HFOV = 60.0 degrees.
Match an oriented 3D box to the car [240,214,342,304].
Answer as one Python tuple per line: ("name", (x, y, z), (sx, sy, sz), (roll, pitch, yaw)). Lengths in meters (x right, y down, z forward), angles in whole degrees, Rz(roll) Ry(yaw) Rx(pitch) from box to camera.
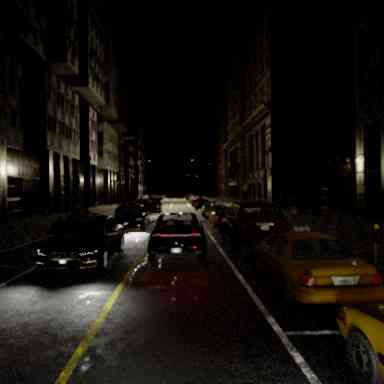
("car", (2.539, 1.484, 8.005), (1.752, 1.417, 4.829), (-1, 0, -2))

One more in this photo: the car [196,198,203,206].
("car", (1.712, 1.514, 30.227), (2.008, 1.369, 4.403), (-1, 0, -2))

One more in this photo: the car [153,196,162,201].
("car", (-8.891, 1.670, 85.875), (2.008, 1.369, 4.403), (-1, 0, -2))

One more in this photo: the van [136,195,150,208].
("van", (-7.644, 1.440, 52.285), (1.690, 1.788, 3.998), (-1, 0, -2))

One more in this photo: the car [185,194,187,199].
("car", (0.037, 1.509, 75.180), (1.752, 1.417, 4.829), (-1, 0, -2))

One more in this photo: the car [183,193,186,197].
("car", (-0.586, 1.312, 91.803), (2.192, 1.841, 5.009), (-1, 0, -2))

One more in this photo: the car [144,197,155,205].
("car", (-8.056, 1.686, 63.481), (1.802, 1.307, 4.206), (-1, 0, -2))

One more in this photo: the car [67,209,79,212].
("car", (-6.389, 1.632, 18.696), (1.887, 1.381, 4.507), (-1, 0, -2))

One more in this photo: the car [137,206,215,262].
("car", (-0.494, 1.495, 12.208), (2.128, 1.511, 4.902), (-1, 0, -1))

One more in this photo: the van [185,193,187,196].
("van", (-0.169, 1.328, 80.607), (1.690, 1.788, 3.998), (-1, 0, -2))

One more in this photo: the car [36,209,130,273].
("car", (-3.436, 1.551, 11.018), (1.837, 1.490, 4.892), (-1, 0, -2))

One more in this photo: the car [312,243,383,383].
("car", (2.747, 1.483, 2.407), (1.752, 1.417, 4.829), (-1, 0, -2))

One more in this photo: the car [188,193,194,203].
("car", (0.876, 1.412, 52.618), (1.967, 1.590, 4.097), (-1, 0, -2))

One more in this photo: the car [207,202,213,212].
("car", (2.129, 1.505, 19.031), (1.887, 1.381, 4.507), (-1, 0, -2))

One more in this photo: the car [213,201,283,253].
("car", (2.333, 1.275, 13.432), (2.192, 1.841, 5.009), (-1, 0, -2))

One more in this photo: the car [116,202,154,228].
("car", (-3.787, 1.612, 20.995), (1.994, 1.385, 4.181), (-1, 0, -1))

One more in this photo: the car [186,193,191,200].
("car", (0.459, 1.417, 63.813), (1.967, 1.590, 4.097), (-1, 0, -2))

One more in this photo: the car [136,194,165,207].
("car", (-4.251, 1.402, 35.003), (2.097, 1.767, 4.553), (-1, 0, -2))

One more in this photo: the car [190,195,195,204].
("car", (1.087, 1.551, 47.020), (1.802, 1.307, 4.206), (-1, 0, -2))

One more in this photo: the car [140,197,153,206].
("car", (-7.843, 1.627, 57.714), (1.752, 1.417, 4.829), (-1, 0, -2))

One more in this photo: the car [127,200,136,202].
("car", (-7.014, 1.674, 35.491), (1.802, 1.307, 4.206), (-1, 0, -2))

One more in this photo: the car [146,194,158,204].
("car", (-8.270, 1.422, 69.080), (2.192, 1.841, 5.009), (-1, 0, -2))

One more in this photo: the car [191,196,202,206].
("car", (1.295, 1.533, 41.422), (1.947, 1.339, 4.313), (-1, 0, -2))

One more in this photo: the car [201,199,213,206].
("car", (1.913, 1.487, 24.799), (1.752, 1.417, 4.829), (-1, 0, -2))

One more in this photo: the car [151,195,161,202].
("car", (-8.685, 1.554, 80.276), (1.967, 1.590, 4.097), (-1, 0, -2))

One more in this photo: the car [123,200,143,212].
("car", (-7.222, 1.676, 41.088), (1.802, 1.307, 4.206), (-1, 0, -2))

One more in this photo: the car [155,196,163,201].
("car", (-9.099, 1.690, 91.472), (1.947, 1.339, 4.313), (-1, 0, -2))
